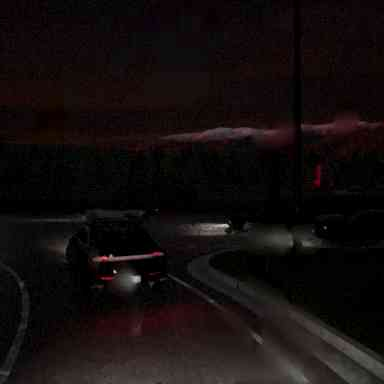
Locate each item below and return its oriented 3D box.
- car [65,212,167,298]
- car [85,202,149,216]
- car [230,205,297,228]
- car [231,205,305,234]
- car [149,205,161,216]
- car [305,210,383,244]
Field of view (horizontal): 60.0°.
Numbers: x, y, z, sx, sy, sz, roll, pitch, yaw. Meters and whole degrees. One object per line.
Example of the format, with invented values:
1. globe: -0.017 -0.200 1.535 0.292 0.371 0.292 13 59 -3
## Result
1. car: -2.167 1.516 8.749 2.128 1.511 4.902 0 0 -25
2. car: -6.230 1.672 26.992 4.718 1.301 1.895 0 0 4
3. car: 4.750 1.618 22.657 4.181 1.385 1.994 0 0 4
4. car: 4.677 1.550 19.151 4.892 1.490 1.837 0 0 4
5. car: -5.551 1.627 30.451 5.357 1.411 2.033 0 0 4
6. car: 8.006 1.560 15.382 4.674 1.442 1.812 0 0 4
